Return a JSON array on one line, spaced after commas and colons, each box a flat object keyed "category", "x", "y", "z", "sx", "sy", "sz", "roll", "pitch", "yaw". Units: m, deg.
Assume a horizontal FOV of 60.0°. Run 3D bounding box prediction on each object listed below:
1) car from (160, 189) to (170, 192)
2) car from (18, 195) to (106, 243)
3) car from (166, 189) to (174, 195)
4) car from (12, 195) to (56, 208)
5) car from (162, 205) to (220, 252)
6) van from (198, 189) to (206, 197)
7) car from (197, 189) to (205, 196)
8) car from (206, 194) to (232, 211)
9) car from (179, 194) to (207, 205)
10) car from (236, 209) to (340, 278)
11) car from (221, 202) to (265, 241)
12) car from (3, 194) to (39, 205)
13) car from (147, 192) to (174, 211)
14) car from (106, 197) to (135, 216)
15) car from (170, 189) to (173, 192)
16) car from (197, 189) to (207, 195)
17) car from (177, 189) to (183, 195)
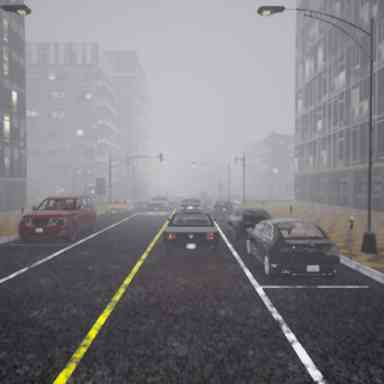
[{"category": "car", "x": -5.976, "y": 0.555, "z": 64.950, "sx": 2.008, "sy": 1.369, "sz": 4.403, "roll": 0, "pitch": 1, "yaw": 0}, {"category": "car", "x": -5.764, "y": 1.086, "z": 15.024, "sx": 2.192, "sy": 1.841, "sz": 5.009, "roll": 0, "pitch": 1, "yaw": 0}, {"category": "car", "x": -6.098, "y": 0.010, "z": 92.612, "sx": 1.967, "sy": 1.590, "sz": 4.097, "roll": 0, "pitch": 1, "yaw": 0}, {"category": "car", "x": -20.218, "y": 1.215, "z": 42.676, "sx": 4.829, "sy": 1.417, "sz": 1.752, "roll": -1, "pitch": 2, "yaw": -1}, {"category": "car", "x": -0.013, "y": 1.406, "z": 12.814, "sx": 1.895, "sy": 1.301, "sz": 4.718, "roll": 0, "pitch": 1, "yaw": 0}, {"category": "van", "x": 2.355, "y": 0.172, "z": 76.042, "sx": 1.690, "sy": 1.788, "sz": 3.998, "roll": 0, "pitch": 1, "yaw": 0}, {"category": "car", "x": 2.307, "y": 0.097, "z": 87.109, "sx": 1.967, "sy": 1.590, "sz": 4.097, "roll": 0, "pitch": 1, "yaw": 0}, {"category": "car", "x": 2.531, "y": 1.117, "z": 28.510, "sx": 2.008, "sy": 1.369, "sz": 4.403, "roll": 0, "pitch": 1, "yaw": 0}, {"category": "car", "x": -0.088, "y": 1.149, "z": 26.252, "sx": 2.033, "sy": 1.411, "sz": 5.357, "roll": 0, "pitch": 1, "yaw": 0}, {"category": "car", "x": 2.643, "y": 1.407, "z": 9.465, "sx": 2.008, "sy": 1.369, "sz": 4.403, "roll": -1, "pitch": 1, "yaw": 0}, {"category": "car", "x": 2.618, "y": 1.336, "z": 15.107, "sx": 1.947, "sy": 1.339, "sz": 4.313, "roll": 0, "pitch": 1, "yaw": 0}, {"category": "car", "x": -26.195, "y": 1.139, "z": 50.947, "sx": 4.403, "sy": 1.369, "sz": 2.008, "roll": -1, "pitch": 2, "yaw": -1}, {"category": "car", "x": -3.164, "y": 1.055, "z": 32.384, "sx": 2.033, "sy": 1.411, "sz": 5.357, "roll": 0, "pitch": 1, "yaw": 0}, {"category": "car", "x": -5.777, "y": 1.115, "z": 26.975, "sx": 1.752, "sy": 1.417, "sz": 4.829, "roll": 0, "pitch": 1, "yaw": 0}, {"category": "car", "x": -6.024, "y": 0.376, "z": 76.016, "sx": 1.887, "sy": 1.381, "sz": 4.507, "roll": 0, "pitch": 1, "yaw": 0}, {"category": "car", "x": 2.381, "y": 0.484, "z": 70.513, "sx": 1.947, "sy": 1.339, "sz": 4.313, "roll": 0, "pitch": 1, "yaw": 0}, {"category": "car", "x": -3.416, "y": 0.028, "z": 95.139, "sx": 2.128, "sy": 1.511, "sz": 4.902, "roll": 0, "pitch": 1, "yaw": 0}]
